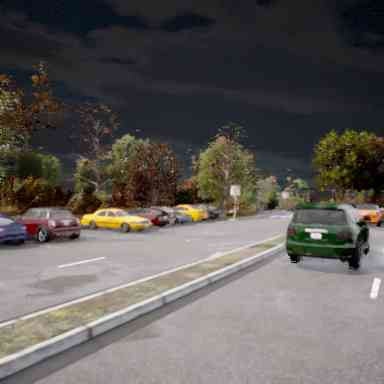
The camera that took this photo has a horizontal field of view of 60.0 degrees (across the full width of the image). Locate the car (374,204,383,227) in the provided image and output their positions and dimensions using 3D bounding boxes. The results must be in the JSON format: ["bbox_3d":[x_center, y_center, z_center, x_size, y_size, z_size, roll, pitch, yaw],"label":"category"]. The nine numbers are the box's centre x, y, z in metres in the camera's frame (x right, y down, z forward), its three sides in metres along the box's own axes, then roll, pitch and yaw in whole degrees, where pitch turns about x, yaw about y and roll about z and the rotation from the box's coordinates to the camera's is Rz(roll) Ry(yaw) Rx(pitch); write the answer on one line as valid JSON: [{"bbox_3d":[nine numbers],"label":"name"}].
[{"bbox_3d":[13.842,1.667,26.153,2.097,1.767,4.553,0,0,33],"label":"car"}]

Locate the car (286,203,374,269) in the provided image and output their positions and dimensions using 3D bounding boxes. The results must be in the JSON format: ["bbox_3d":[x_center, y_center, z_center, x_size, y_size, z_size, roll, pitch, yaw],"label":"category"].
[{"bbox_3d":[5.179,1.426,12.284,2.150,2.045,5.566,0,0,32],"label":"car"}]

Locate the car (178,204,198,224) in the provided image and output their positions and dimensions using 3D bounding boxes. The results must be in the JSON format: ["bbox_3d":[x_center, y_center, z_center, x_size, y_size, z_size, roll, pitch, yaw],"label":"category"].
[{"bbox_3d":[-2.387,1.894,27.430,4.892,1.521,2.231,0,-1,32],"label":"car"}]

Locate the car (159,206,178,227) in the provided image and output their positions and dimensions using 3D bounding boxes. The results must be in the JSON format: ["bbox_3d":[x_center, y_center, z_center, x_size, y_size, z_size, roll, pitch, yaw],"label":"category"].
[{"bbox_3d":[-3.862,1.897,25.108,4.792,1.488,2.163,0,-1,32],"label":"car"}]

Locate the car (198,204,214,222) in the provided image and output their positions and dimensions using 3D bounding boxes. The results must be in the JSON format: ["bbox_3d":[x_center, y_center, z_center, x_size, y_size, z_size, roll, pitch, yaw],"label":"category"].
[{"bbox_3d":[-0.920,1.917,29.760,5.008,1.535,2.097,0,-1,32],"label":"car"}]

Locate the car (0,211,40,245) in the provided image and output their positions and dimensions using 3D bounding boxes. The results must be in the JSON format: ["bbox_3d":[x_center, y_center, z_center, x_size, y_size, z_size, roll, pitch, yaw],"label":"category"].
[{"bbox_3d":[-9.668,1.763,15.736,4.674,1.452,2.002,0,-1,32],"label":"car"}]

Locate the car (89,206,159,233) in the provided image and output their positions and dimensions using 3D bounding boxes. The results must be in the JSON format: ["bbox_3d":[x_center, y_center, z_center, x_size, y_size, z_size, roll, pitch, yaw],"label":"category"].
[{"bbox_3d":[-5.140,1.832,22.653,5.366,1.575,1.946,0,-1,32],"label":"car"}]

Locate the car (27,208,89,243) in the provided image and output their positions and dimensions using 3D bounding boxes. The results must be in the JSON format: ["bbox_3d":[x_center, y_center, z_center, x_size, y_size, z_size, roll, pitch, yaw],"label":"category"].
[{"bbox_3d":[-8.182,1.641,18.067,4.553,1.767,2.185,0,-1,32],"label":"car"}]

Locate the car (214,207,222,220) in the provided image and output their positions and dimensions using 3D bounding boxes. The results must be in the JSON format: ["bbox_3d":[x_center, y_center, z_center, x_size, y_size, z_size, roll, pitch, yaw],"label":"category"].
[{"bbox_3d":[0.539,1.941,32.097,4.892,1.521,2.231,0,-1,32],"label":"car"}]
